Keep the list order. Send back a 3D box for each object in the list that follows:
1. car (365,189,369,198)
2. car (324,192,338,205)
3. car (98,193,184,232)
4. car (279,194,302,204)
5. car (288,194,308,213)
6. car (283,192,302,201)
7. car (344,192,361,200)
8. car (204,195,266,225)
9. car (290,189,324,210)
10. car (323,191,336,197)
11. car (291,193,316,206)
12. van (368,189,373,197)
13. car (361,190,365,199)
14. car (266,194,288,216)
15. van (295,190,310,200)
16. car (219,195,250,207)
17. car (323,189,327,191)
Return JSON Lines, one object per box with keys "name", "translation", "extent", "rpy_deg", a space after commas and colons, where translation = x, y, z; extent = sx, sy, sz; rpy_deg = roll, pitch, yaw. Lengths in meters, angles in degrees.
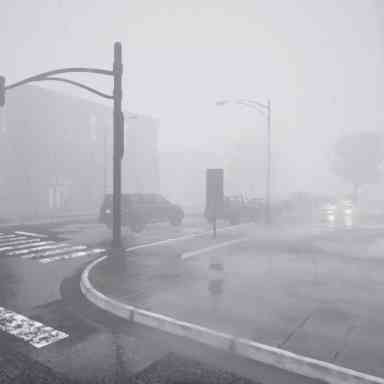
{"name": "car", "translation": [34.370, 0.622, 67.881], "extent": [1.752, 1.417, 4.829], "rpy_deg": [1, 2, 35]}
{"name": "car", "translation": [18.495, 1.008, 44.959], "extent": [1.947, 1.339, 4.313], "rpy_deg": [1, 2, 35]}
{"name": "car", "translation": [-2.721, 1.044, 19.056], "extent": [2.150, 2.045, 5.566], "rpy_deg": [1, 1, 35]}
{"name": "car", "translation": [14.818, 0.970, 49.660], "extent": [1.895, 1.301, 4.718], "rpy_deg": [1, 1, 35]}
{"name": "car", "translation": [9.029, 1.195, 31.289], "extent": [2.008, 1.369, 4.403], "rpy_deg": [1, 2, 35]}
{"name": "car", "translation": [17.813, 0.759, 58.692], "extent": [1.752, 1.417, 4.829], "rpy_deg": [1, 2, 35]}
{"name": "car", "translation": [27.962, 0.788, 58.628], "extent": [2.008, 1.369, 4.403], "rpy_deg": [1, 2, 35]}
{"name": "car", "translation": [2.719, 1.093, 22.169], "extent": [2.192, 1.841, 5.009], "rpy_deg": [1, 2, 35]}
{"name": "car", "translation": [12.187, 0.892, 35.840], "extent": [2.192, 1.841, 5.009], "rpy_deg": [1, 2, 35]}
{"name": "car", "translation": [33.687, 0.436, 81.616], "extent": [2.008, 1.369, 4.403], "rpy_deg": [2, 2, 35]}
{"name": "car", "translation": [15.040, 0.924, 44.613], "extent": [1.882, 1.535, 5.008], "rpy_deg": [1, 1, 35]}
{"name": "van", "translation": [40.587, 0.301, 76.852], "extent": [1.690, 1.788, 3.998], "rpy_deg": [1, 2, 35]}
{"name": "car", "translation": [31.117, 0.750, 63.186], "extent": [1.802, 1.307, 4.206], "rpy_deg": [1, 2, 35]}
{"name": "car", "translation": [5.874, 1.151, 26.729], "extent": [1.967, 1.590, 4.097], "rpy_deg": [1, 2, 35]}
{"name": "van", "translation": [21.067, 0.504, 63.384], "extent": [1.690, 1.788, 3.998], "rpy_deg": [1, 2, 35]}
{"name": "car", "translation": [5.287, 1.069, 40.606], "extent": [1.947, 1.339, 4.313], "rpy_deg": [1, 2, 35]}
{"name": "car", "translation": [27.378, 0.464, 72.500], "extent": [1.967, 1.590, 4.097], "rpy_deg": [1, 2, 35]}
